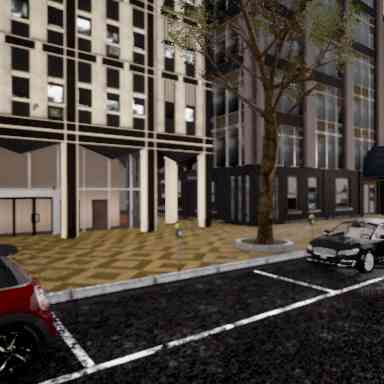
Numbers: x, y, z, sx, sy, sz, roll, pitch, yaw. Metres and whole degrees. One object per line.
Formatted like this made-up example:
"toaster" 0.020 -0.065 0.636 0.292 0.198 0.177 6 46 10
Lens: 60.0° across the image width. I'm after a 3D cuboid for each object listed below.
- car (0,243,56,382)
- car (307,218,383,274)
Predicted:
"car" -3.878 1.442 3.798 4.097 1.590 1.967 0 0 -36
"car" 5.399 1.534 10.419 4.403 1.369 2.008 0 0 -36
